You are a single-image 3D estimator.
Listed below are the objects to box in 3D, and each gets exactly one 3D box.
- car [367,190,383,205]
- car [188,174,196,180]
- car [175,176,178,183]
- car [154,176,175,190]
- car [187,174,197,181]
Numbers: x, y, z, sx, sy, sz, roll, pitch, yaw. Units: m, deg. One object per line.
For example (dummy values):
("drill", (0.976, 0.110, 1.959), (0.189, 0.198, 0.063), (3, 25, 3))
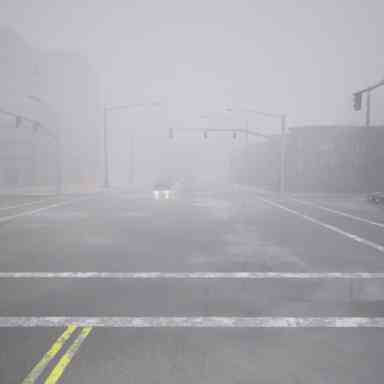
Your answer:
("car", (14.699, 0.226, 22.894), (4.892, 1.490, 1.837), (1, 4, 0))
("car", (0.012, -3.722, 80.758), (2.033, 1.411, 5.357), (0, 4, 0))
("car", (-3.587, -1.707, 51.363), (1.837, 1.490, 4.892), (0, 4, 0))
("car", (-3.592, -0.976, 41.457), (1.994, 1.385, 4.181), (0, 4, 0))
("car", (0.011, -2.993, 70.931), (1.994, 1.385, 4.181), (0, 4, 0))
